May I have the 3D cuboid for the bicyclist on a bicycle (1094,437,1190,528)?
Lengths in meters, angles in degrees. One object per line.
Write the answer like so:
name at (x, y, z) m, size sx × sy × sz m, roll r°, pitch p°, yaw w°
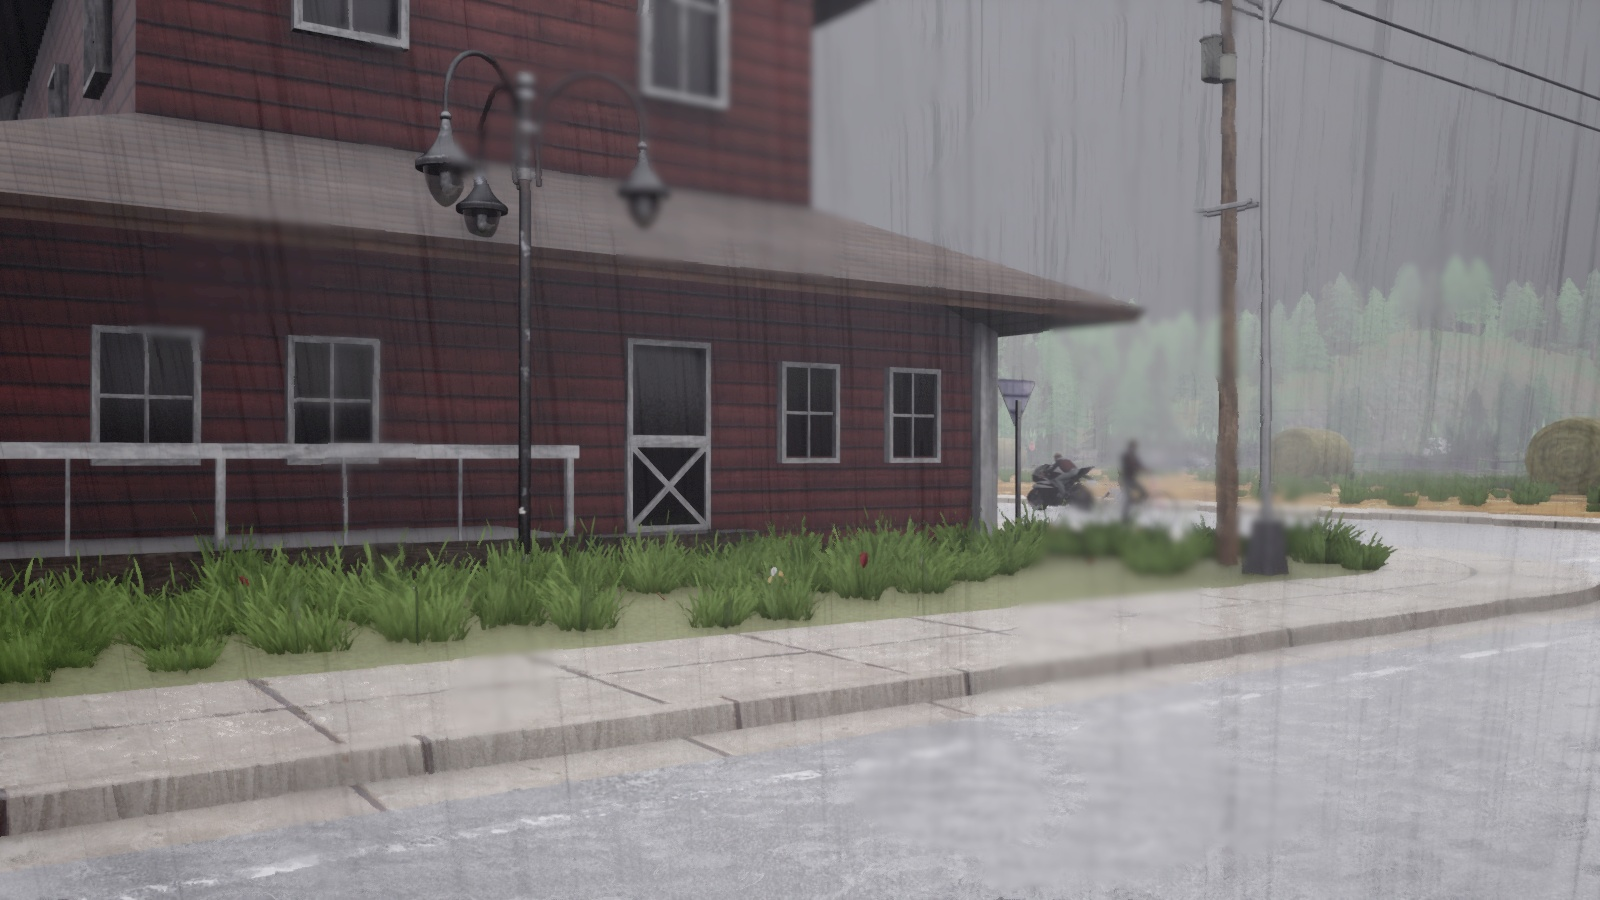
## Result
bicyclist on a bicycle at (6.850, 0.636, 25.217) m, size 0.659 × 1.776 × 1.843 m, roll 0°, pitch 0°, yaw -36°

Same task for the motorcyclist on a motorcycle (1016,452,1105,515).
motorcyclist on a motorcycle at (6.538, 0.817, 31.645) m, size 0.866 × 1.530 × 2.191 m, roll 0°, pitch 0°, yaw -36°
